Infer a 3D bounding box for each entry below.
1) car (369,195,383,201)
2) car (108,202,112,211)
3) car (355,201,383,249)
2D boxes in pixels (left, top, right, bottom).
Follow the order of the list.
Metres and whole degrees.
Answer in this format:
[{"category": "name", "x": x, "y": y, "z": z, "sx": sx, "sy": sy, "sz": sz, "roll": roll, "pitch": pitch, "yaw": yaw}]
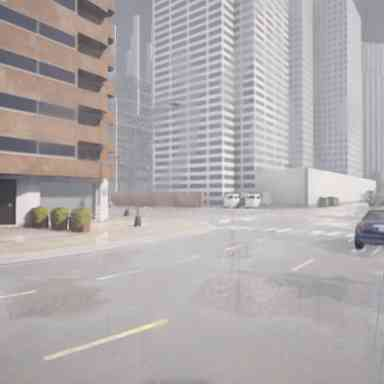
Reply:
[{"category": "car", "x": 31.598, "y": 1.557, "z": 56.537, "sx": 2.150, "sy": 2.045, "sz": 5.566, "roll": 0, "pitch": 0, "yaw": 38}, {"category": "car", "x": -13.629, "y": 1.651, "z": 46.373, "sx": 5.566, "sy": 2.045, "sz": 2.150, "roll": -1, "pitch": -1, "yaw": 38}, {"category": "car", "x": 8.512, "y": 1.438, "z": 14.200, "sx": 2.097, "sy": 1.767, "sz": 4.553, "roll": 0, "pitch": 0, "yaw": 38}]
